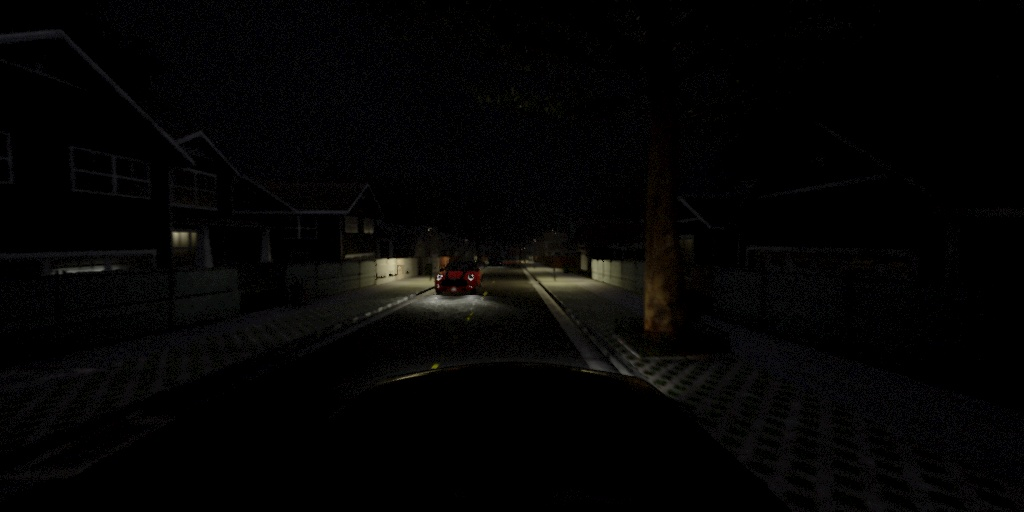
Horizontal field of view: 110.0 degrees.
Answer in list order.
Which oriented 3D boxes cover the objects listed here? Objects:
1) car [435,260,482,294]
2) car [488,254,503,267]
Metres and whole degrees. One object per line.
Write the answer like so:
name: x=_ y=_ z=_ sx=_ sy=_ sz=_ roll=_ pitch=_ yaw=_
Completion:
car: x=-2.840 y=1.039 z=19.798 sx=2.097 sy=1.767 sz=4.553 roll=0 pitch=0 yaw=0
car: x=-2.762 y=0.741 z=61.066 sx=2.150 sy=2.045 sz=5.566 roll=0 pitch=0 yaw=1
